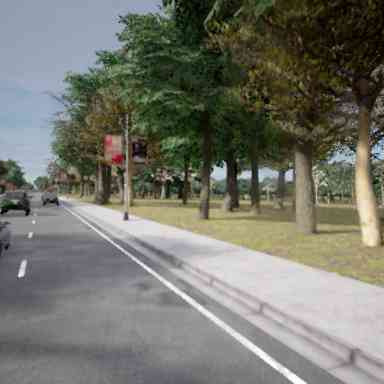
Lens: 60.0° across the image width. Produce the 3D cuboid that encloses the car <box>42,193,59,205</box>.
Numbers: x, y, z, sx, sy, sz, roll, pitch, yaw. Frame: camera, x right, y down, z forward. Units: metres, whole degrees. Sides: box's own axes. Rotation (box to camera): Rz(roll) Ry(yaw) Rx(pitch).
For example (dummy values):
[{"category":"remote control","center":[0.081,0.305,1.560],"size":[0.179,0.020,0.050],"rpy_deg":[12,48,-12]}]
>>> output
[{"category":"car","center":[-20.806,0.993,49.068],"size":[2.097,1.767,4.553],"rpy_deg":[1,0,-24]}]

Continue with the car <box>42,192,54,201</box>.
[{"category":"car","center":[-29.070,0.911,67.007],"size":[2.097,1.767,4.553],"rpy_deg":[1,0,-25]}]

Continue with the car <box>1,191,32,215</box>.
[{"category":"car","center":[-15.699,0.936,29.871],"size":[2.150,2.045,5.566],"rpy_deg":[1,0,-25]}]

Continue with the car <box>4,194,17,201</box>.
[{"category":"car","center":[-34.733,1.016,63.759],"size":[1.895,1.301,4.718],"rpy_deg":[1,0,-25]}]

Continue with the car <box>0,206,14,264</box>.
[{"category":"car","center":[-6.970,1.393,10.585],"size":[1.812,1.442,4.674],"rpy_deg":[1,0,-24]}]
